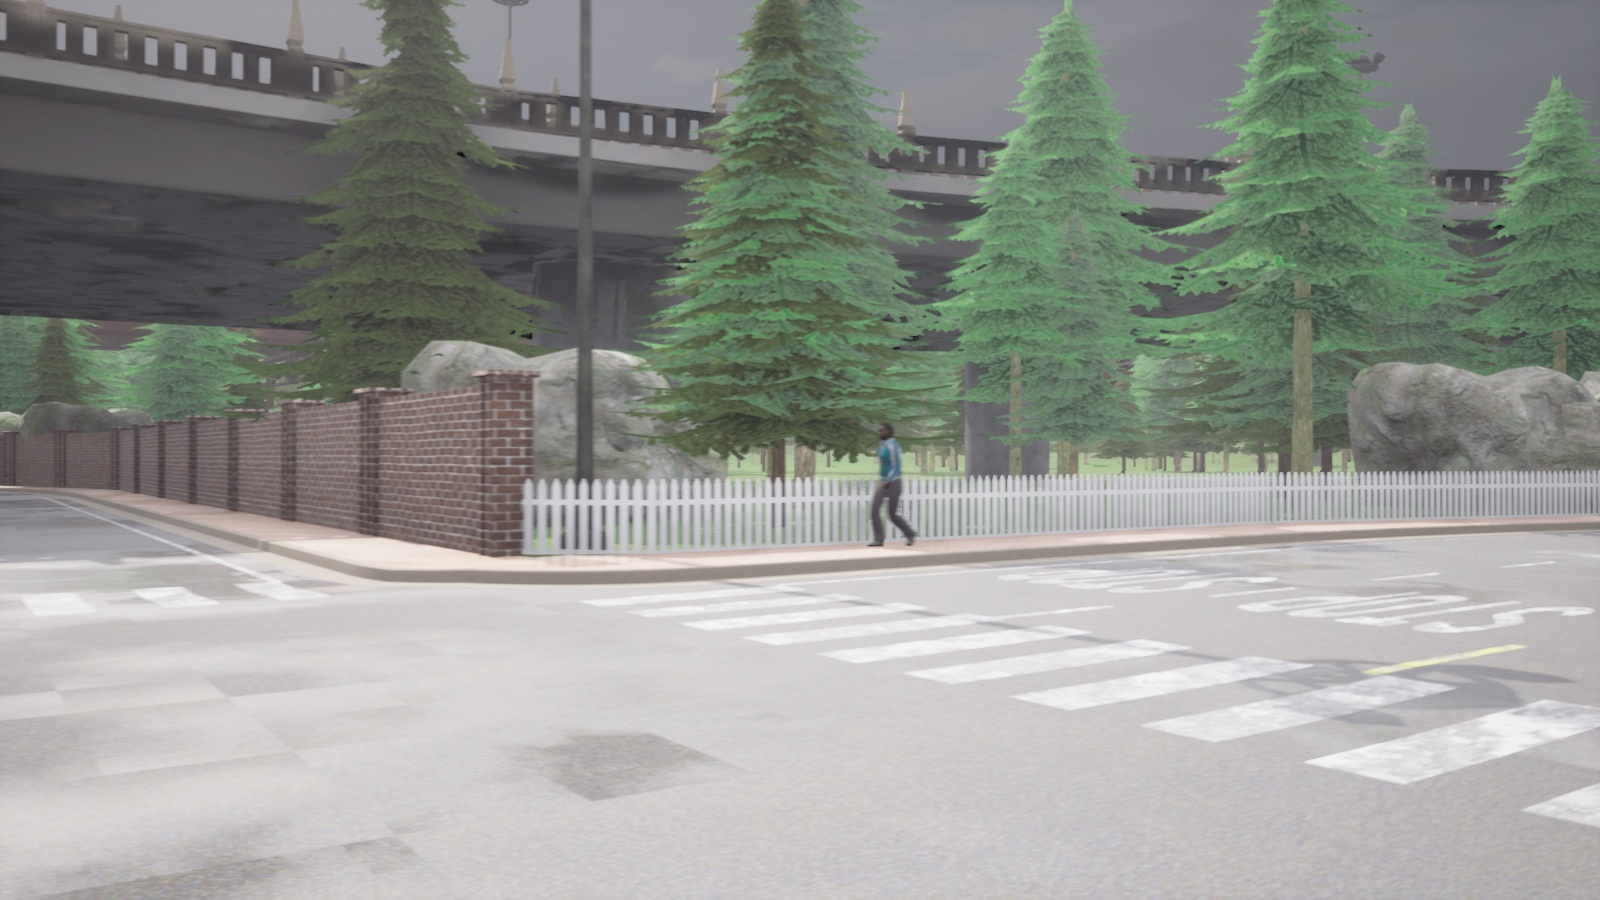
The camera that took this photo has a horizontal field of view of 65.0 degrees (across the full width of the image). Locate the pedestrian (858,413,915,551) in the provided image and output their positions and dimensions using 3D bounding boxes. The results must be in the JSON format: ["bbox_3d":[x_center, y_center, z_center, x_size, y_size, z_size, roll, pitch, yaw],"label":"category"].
[{"bbox_3d":[1.228,0.445,17.813,0.692,1.930,0.396,0,0,-34],"label":"pedestrian"}]
